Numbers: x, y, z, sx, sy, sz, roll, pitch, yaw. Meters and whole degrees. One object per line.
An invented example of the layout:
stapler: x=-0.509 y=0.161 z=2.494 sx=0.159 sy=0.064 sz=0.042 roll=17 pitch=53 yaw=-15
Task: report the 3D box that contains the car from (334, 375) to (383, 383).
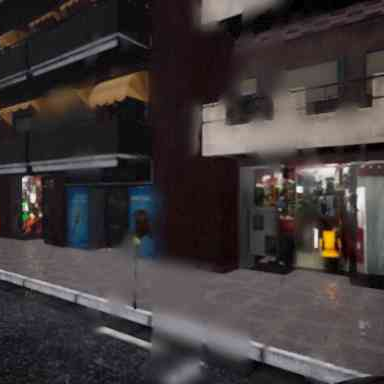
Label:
car: x=2.515 y=1.554 z=1.084 sx=4.403 sy=1.369 sz=2.008 roll=0 pitch=0 yaw=36
